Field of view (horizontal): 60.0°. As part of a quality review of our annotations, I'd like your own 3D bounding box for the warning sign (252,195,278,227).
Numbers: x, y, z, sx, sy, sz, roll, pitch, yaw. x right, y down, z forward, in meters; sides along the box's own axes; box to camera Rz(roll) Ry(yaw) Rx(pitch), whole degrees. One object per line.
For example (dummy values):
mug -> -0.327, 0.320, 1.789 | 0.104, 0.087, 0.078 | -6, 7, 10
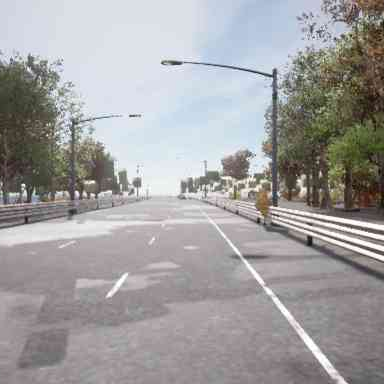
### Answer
warning sign -> 4.402, 1.122, 20.184 | 1.300, 1.860, 1.060 | -1, -1, -1
